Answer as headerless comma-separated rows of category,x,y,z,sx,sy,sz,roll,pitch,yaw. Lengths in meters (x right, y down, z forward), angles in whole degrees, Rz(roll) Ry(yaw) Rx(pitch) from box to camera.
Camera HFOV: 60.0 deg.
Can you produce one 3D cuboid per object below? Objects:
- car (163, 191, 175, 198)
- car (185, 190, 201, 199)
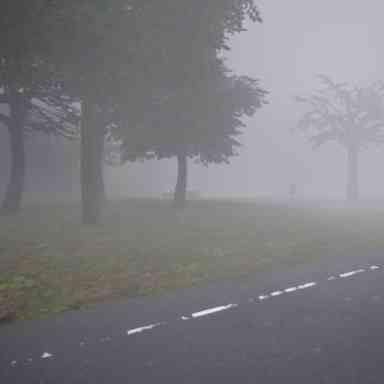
car,-4.268,0.446,70.050,2.128,1.511,4.902,2,-1,-36
car,-0.298,0.467,64.633,2.097,1.767,4.553,2,-1,-35
